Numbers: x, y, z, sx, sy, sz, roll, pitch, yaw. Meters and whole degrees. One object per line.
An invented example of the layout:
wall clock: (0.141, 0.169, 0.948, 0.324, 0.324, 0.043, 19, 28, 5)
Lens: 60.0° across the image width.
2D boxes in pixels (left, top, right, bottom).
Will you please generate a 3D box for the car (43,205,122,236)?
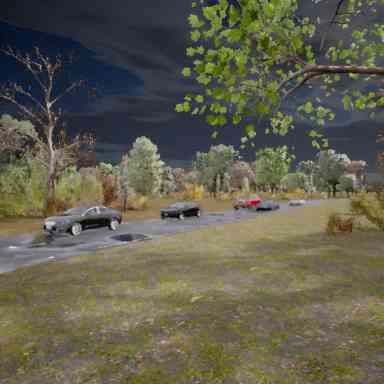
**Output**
car: (-6.046, 1.523, 18.915, 2.128, 1.511, 4.902, 0, 0, 28)

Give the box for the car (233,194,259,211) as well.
car: (7.219, 1.305, 43.316, 2.150, 2.045, 5.566, 0, 0, 29)

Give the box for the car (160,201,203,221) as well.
car: (-0.840, 1.530, 28.522, 1.882, 1.535, 5.008, 0, 0, 28)

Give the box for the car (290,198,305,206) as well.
car: (17.997, 1.698, 56.562, 1.895, 1.301, 4.718, 0, 0, 28)

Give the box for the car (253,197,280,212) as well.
car: (9.404, 1.635, 40.712, 1.994, 1.385, 4.181, 0, 0, 28)
